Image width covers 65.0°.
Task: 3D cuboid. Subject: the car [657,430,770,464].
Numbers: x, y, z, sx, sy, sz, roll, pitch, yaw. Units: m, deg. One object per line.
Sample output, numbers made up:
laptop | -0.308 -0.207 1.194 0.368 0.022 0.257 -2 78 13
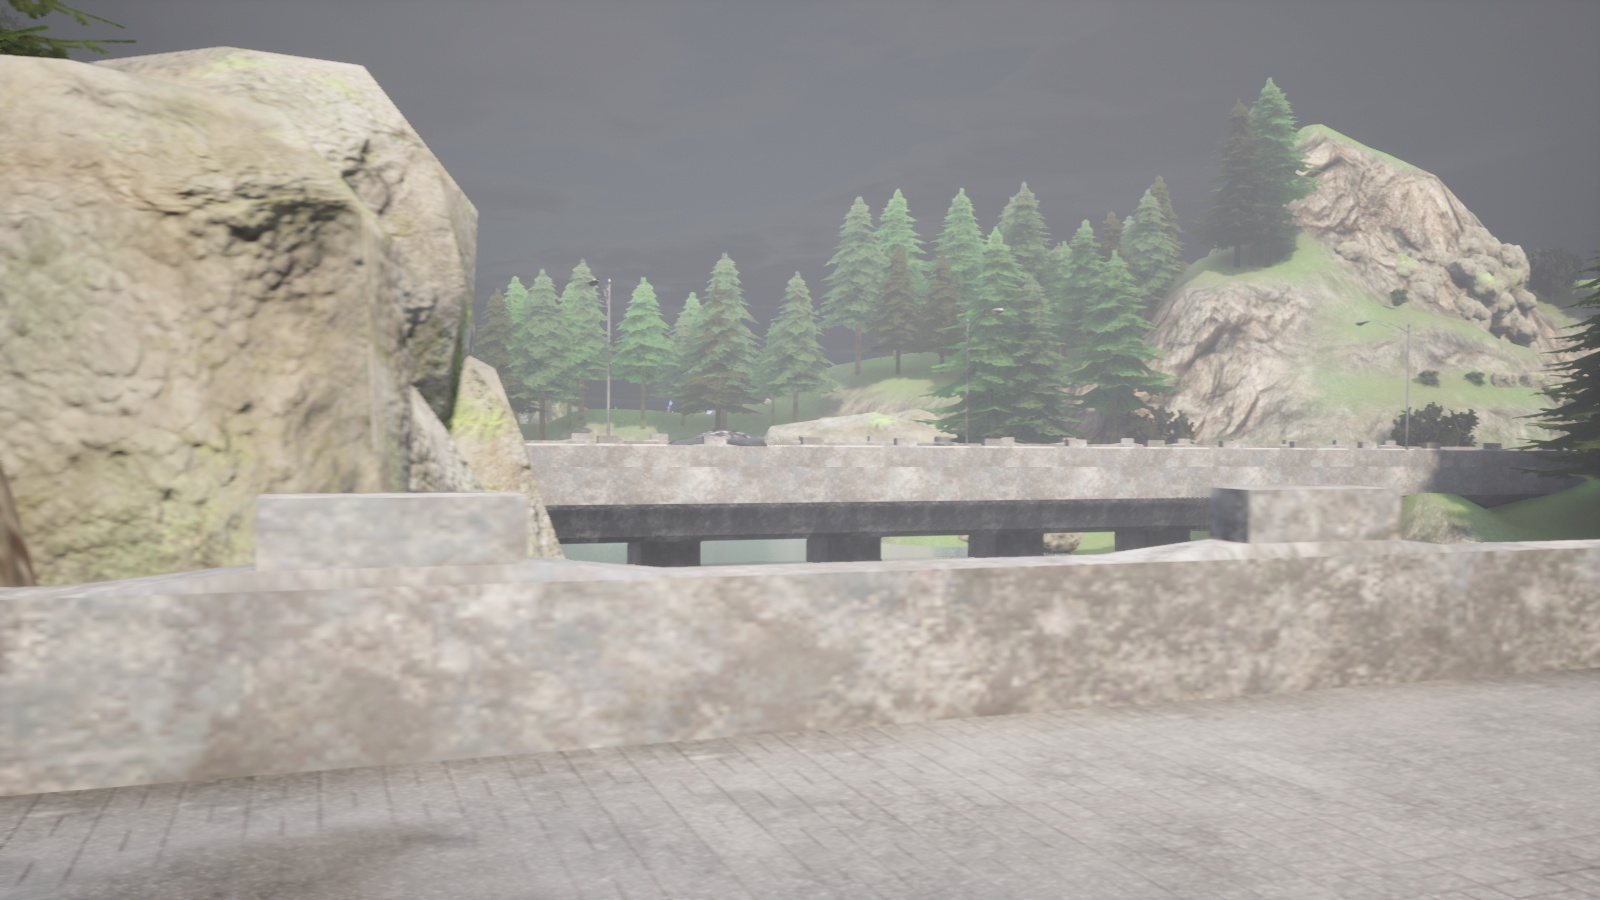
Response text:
car | -4.111 -0.169 59.446 4.902 1.511 2.128 -1 1 -21
